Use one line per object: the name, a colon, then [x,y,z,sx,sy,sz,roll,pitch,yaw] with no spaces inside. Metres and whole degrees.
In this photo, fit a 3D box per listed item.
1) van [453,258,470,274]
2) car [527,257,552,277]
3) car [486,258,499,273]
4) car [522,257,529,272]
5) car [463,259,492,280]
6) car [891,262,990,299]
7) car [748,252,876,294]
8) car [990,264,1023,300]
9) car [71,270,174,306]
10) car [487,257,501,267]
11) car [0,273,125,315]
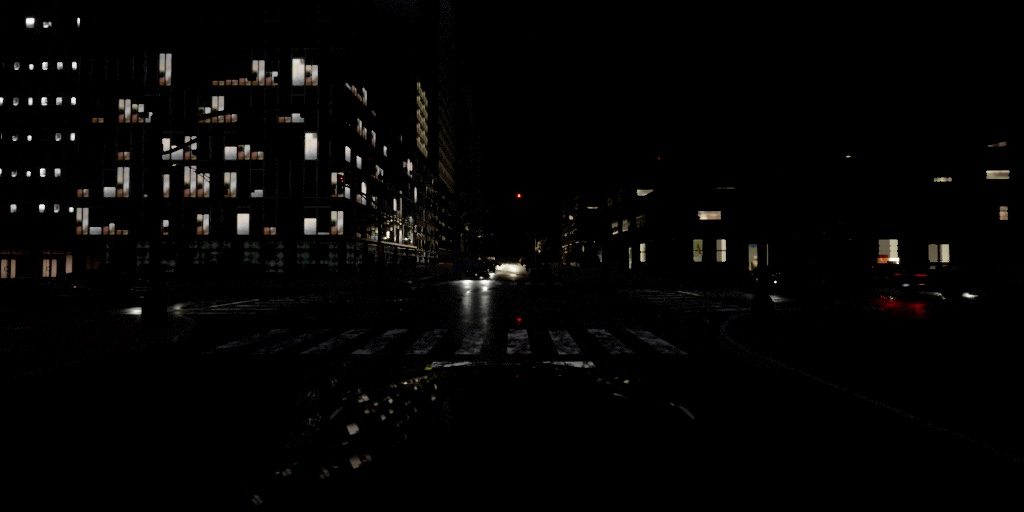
van: [-5.619,1.094,40.639,1.690,1.789,3.998,0,0,0]
car: [2.751,1.193,34.988,1.967,1.591,4.097,0,0,0]
car: [-3.021,1.317,44.089,1.994,1.385,4.181,0,0,0]
car: [2.772,1.068,46.336,2.192,1.841,5.009,0,0,0]
car: [-3.019,1.279,32.087,1.812,1.442,4.674,0,0,-1]
car: [19.351,1.017,15.381,4.902,1.511,2.128,-1,-1,1]
car: [15.493,0.841,18.645,5.566,2.045,2.150,-1,-1,-1]
car: [20.709,0.994,12.751,4.829,1.417,1.751,0,0,1]
car: [-17.868,1.359,15.798,5.008,1.535,1.882,-1,-1,1]
car: [-2.916,1.301,64.675,2.033,1.411,5.357,0,0,1]
car: [-17.399,1.412,13.186,4.207,1.307,1.802,0,0,1]
